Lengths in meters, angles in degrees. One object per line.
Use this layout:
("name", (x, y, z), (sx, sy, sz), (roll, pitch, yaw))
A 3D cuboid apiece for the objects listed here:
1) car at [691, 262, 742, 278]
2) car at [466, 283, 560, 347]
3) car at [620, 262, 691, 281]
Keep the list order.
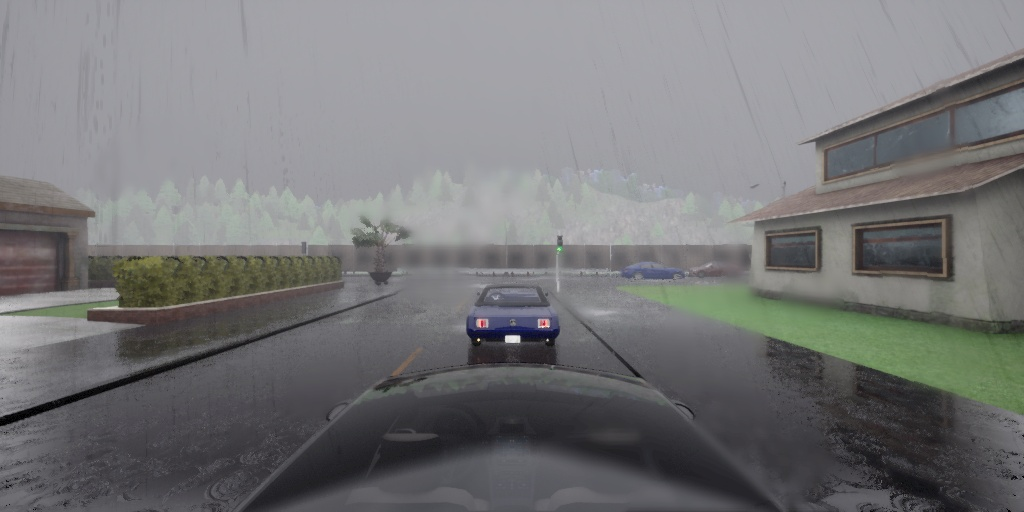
("car", (18.529, 1.276, 32.999), (4.674, 1.442, 1.812), (0, 0, -1))
("car", (0.041, 1.351, 9.286), (1.895, 1.301, 4.718), (0, 0, 1))
("car", (11.249, 1.227, 28.811), (5.008, 1.535, 1.882), (0, 0, 0))
